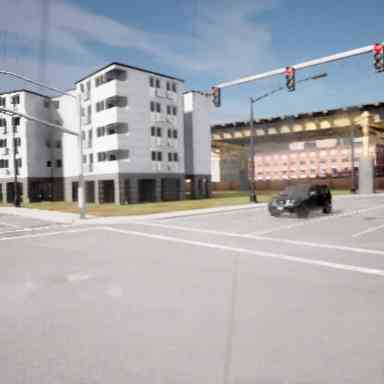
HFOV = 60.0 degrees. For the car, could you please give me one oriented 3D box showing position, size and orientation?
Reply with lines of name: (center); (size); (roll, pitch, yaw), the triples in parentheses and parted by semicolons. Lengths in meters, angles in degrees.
car: (7.122, 0.513, 21.532); (5.566, 2.045, 2.150); (-3, 2, -45)
